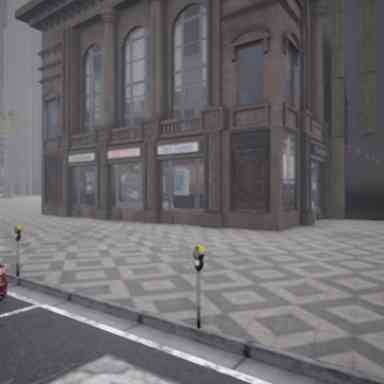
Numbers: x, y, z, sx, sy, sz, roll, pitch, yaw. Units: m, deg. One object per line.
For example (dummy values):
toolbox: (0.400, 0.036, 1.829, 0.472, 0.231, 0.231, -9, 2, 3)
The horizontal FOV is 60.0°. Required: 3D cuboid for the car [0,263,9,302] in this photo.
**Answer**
car: (-5.343, 1.579, 6.771, 4.206, 1.307, 1.802, 0, 0, 35)
